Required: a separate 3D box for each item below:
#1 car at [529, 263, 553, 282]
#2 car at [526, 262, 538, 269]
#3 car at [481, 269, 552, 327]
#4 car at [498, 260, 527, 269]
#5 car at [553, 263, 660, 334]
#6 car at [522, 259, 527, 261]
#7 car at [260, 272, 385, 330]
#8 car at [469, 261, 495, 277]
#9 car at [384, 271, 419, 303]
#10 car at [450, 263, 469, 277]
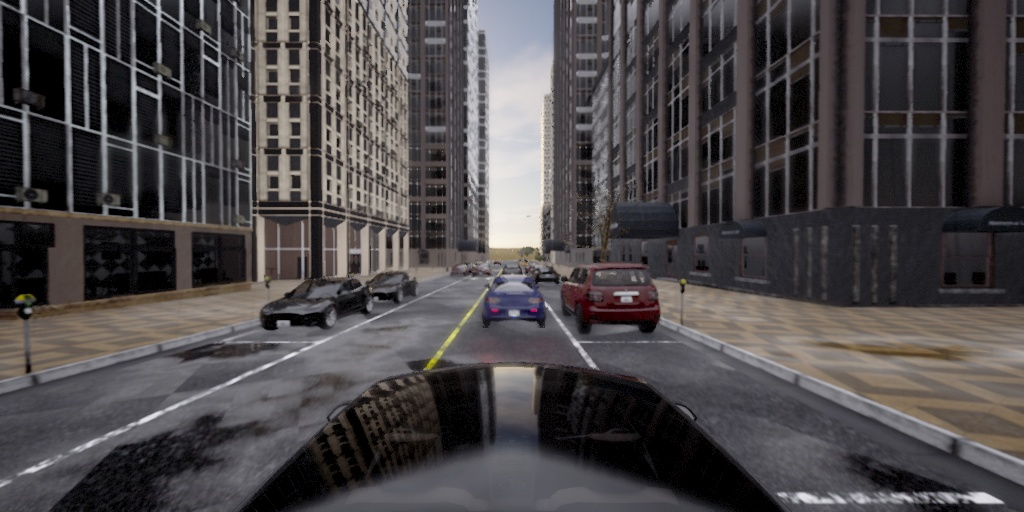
[{"bbox_3d":[2.638,1.470,28.335,1.948,1.339,4.313,0,0,0],"label":"car"},{"bbox_3d":[2.626,1.487,34.009,2.007,1.370,4.403,0,0,0],"label":"car"},{"bbox_3d":[0.058,1.334,11.679,1.812,1.442,4.674,0,0,0],"label":"car"},{"bbox_3d":[0.029,1.433,34.803,2.128,1.511,4.902,0,0,0],"label":"car"},{"bbox_3d":[2.714,1.119,10.826,2.192,1.841,5.009,0,0,0],"label":"car"},{"bbox_3d":[2.603,1.440,45.358,1.967,1.591,4.097,0,0,0],"label":"car"},{"bbox_3d":[-5.845,1.373,11.358,1.948,1.339,4.313,0,0,0],"label":"car"},{"bbox_3d":[-3.169,1.487,38.443,1.812,1.442,4.674,0,0,0],"label":"car"},{"bbox_3d":[-5.687,1.406,17.033,1.948,1.339,4.313,0,0,0],"label":"car"},{"bbox_3d":[-5.734,1.551,39.727,1.802,1.307,4.207,0,0,0],"label":"car"}]
